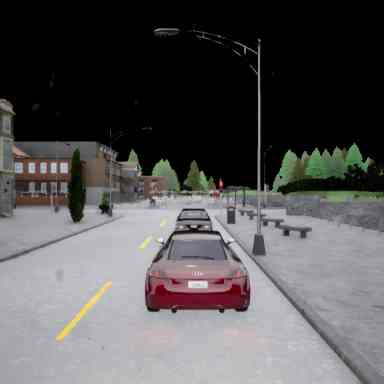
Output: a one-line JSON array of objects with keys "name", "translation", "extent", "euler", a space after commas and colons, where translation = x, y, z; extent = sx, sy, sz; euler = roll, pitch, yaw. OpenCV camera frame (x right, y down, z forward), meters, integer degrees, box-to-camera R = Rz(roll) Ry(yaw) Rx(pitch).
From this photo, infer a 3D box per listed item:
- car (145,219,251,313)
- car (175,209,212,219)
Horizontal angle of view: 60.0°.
[{"name": "car", "translation": [0.094, 1.564, 7.736], "extent": [1.994, 1.385, 4.181], "euler": [0, 0, 0]}, {"name": "car", "translation": [0.081, 1.547, 16.972], "extent": [2.033, 1.411, 5.357], "euler": [0, 0, 0]}]
